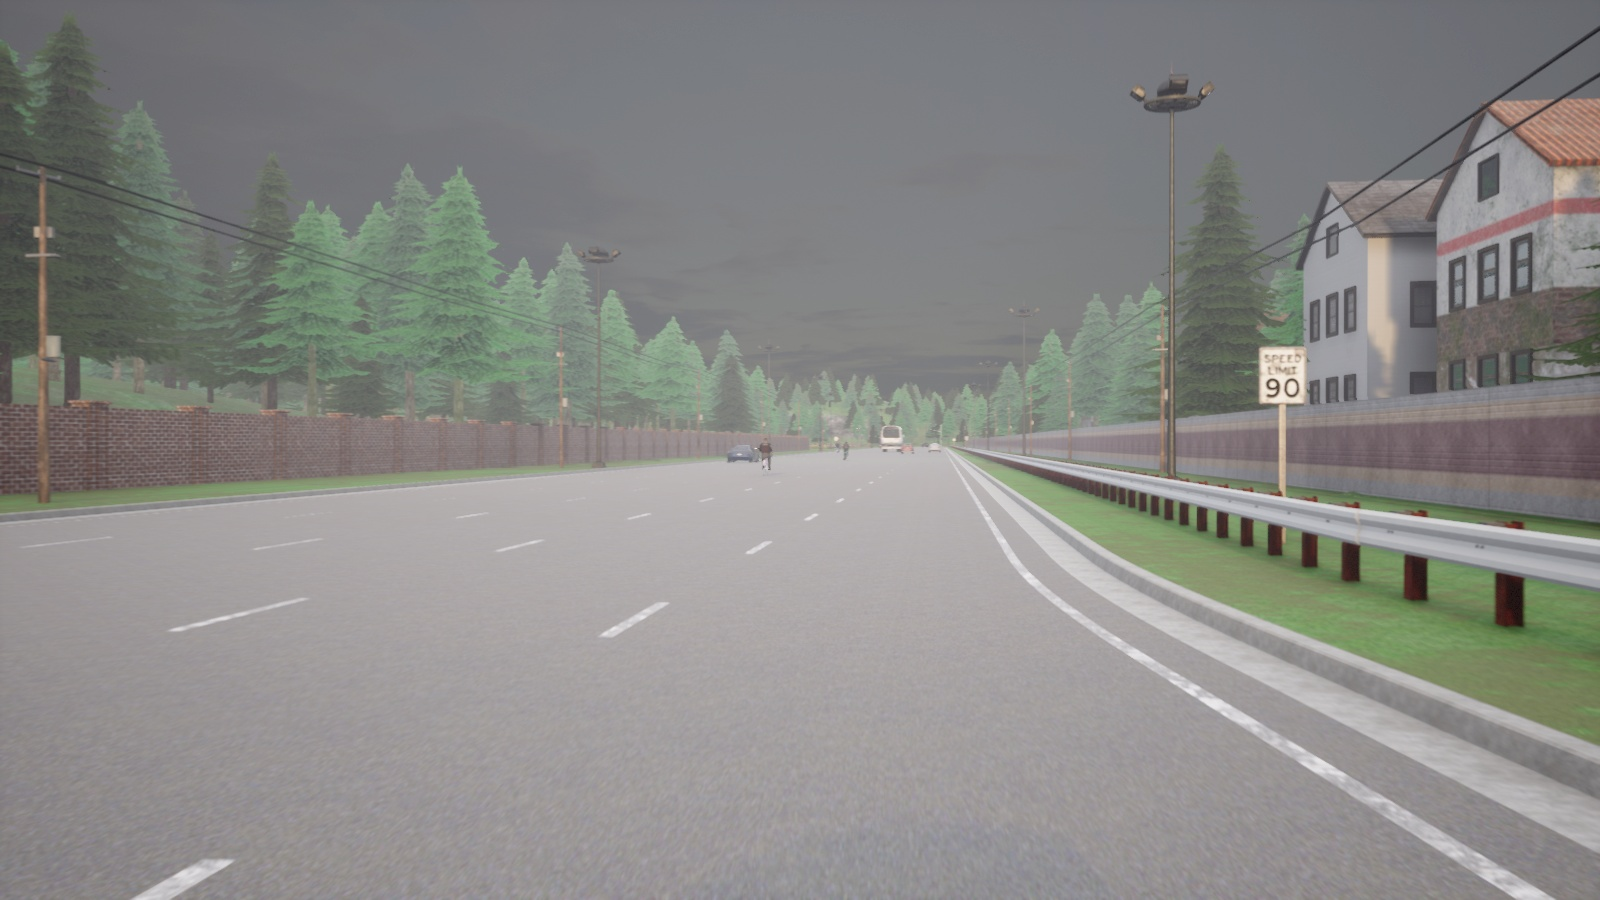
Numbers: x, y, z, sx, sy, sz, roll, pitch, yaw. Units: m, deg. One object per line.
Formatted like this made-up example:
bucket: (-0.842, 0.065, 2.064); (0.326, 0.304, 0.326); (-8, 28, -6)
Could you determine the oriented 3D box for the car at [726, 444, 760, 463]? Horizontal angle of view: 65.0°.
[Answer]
car: (-4.306, 0.267, 95.440); (1.994, 1.385, 4.181); (0, 0, 6)
